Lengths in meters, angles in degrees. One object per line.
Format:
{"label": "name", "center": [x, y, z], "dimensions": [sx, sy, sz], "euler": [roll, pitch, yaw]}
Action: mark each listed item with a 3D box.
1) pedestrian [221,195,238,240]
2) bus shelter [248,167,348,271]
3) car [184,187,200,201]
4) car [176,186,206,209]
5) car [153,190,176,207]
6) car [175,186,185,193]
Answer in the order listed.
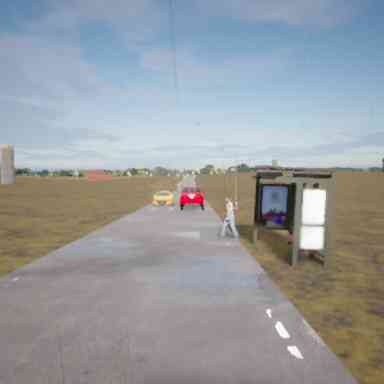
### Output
{"label": "pedestrian", "center": [1.473, 0.986, 13.158], "dimensions": [0.375, 1.860, 0.375], "euler": [-3, 4, -10]}
{"label": "bus shelter", "center": [3.177, 0.622, 10.936], "dimensions": [1.920, 2.740, 3.880], "euler": [2, 4, 0]}
{"label": "car", "center": [0.065, 0.190, 46.019], "dimensions": [2.097, 1.767, 4.553], "euler": [0, 2, 0]}
{"label": "car", "center": [0.064, 0.468, 30.979], "dimensions": [2.150, 2.045, 5.566], "euler": [0, 1, 2]}
{"label": "car", "center": [-2.850, 0.645, 34.040], "dimensions": [1.882, 1.535, 5.008], "euler": [0, 1, 0]}
{"label": "car", "center": [-2.762, -0.679, 75.842], "dimensions": [2.128, 1.511, 4.902], "euler": [0, 2, 0]}
